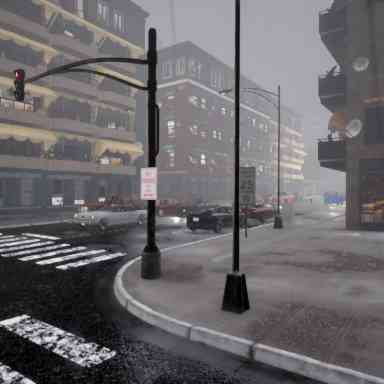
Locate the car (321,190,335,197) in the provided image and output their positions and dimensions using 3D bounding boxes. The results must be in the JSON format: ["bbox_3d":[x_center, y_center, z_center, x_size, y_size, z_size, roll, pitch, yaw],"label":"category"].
[{"bbox_3d":[29.822,0.379,72.941,1.887,1.381,4.507,2,2,35],"label":"car"}]

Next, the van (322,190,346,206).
[{"bbox_3d":[17.422,0.721,40.748,1.690,1.788,3.998,2,2,35],"label":"van"}]

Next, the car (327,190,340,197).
[{"bbox_3d":[33.027,0.337,77.497,1.802,1.307,4.206,2,2,35],"label":"car"}]

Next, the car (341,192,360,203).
[{"bbox_3d":[23.831,0.764,49.863,1.887,1.381,4.507,2,2,35],"label":"car"}]

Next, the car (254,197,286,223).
[{"bbox_3d":[4.598,1.283,22.529,1.802,1.307,4.206,2,2,35],"label":"car"}]

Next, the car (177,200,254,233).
[{"bbox_3d":[1.392,1.348,17.974,1.947,1.339,4.313,2,2,35],"label":"car"}]

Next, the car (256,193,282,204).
[{"bbox_3d":[10.589,0.881,45.606,1.947,1.339,4.313,2,2,35],"label":"car"}]

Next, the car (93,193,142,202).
[{"bbox_3d":[-5.436,1.031,22.821,2.192,1.841,5.009,2,2,35],"label":"car"}]

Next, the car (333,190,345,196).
[{"bbox_3d":[36.233,0.257,82.053,1.802,1.307,4.206,2,2,35],"label":"car"}]

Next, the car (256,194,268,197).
[{"bbox_3d":[5.782,1.013,34.279,1.837,1.490,4.892,1,1,35],"label":"car"}]

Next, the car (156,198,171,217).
[{"bbox_3d":[-2.233,1.181,27.383,1.887,1.381,4.507,2,2,35],"label":"car"}]

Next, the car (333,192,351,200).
[{"bbox_3d":[25.871,0.696,57.282,1.895,1.301,4.718,1,1,35],"label":"car"}]

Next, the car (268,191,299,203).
[{"bbox_3d":[11.488,0.718,42.339,2.097,1.767,4.553,1,1,36],"label":"car"}]

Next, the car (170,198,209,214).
[{"bbox_3d":[0.529,1.203,26.843,1.994,1.385,4.181,1,1,34],"label":"car"}]

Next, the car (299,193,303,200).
[{"bbox_3d":[17.000,0.720,54.718,1.947,1.339,4.313,2,2,35],"label":"car"}]

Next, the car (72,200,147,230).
[{"bbox_3d":[-4.565,1.368,19.578,1.895,1.301,4.718,1,1,35],"label":"car"}]
